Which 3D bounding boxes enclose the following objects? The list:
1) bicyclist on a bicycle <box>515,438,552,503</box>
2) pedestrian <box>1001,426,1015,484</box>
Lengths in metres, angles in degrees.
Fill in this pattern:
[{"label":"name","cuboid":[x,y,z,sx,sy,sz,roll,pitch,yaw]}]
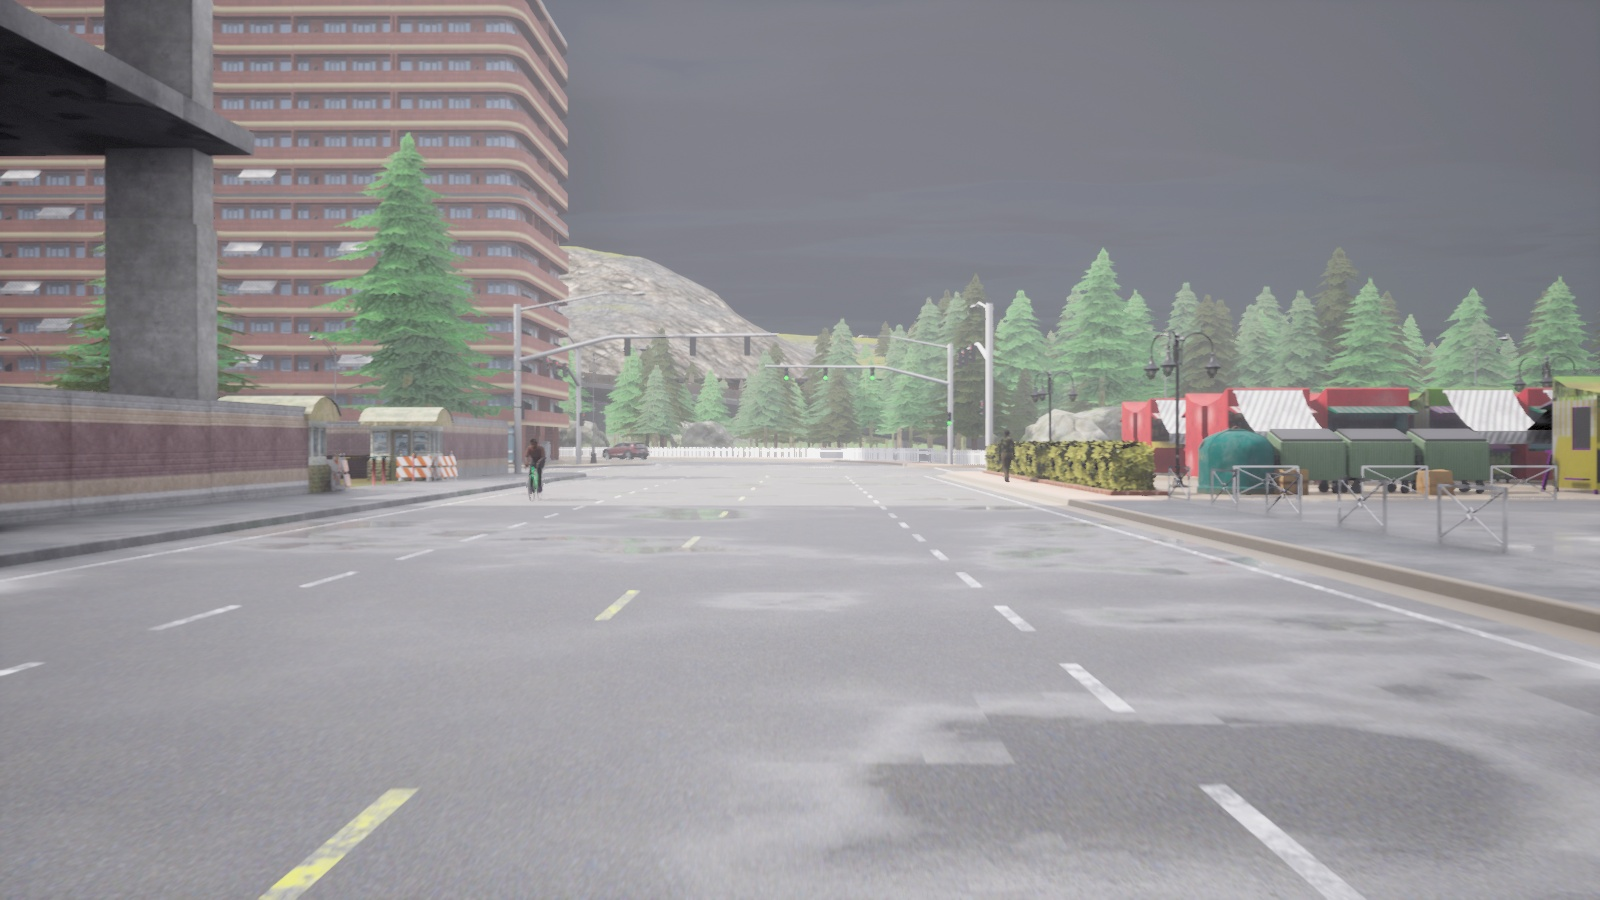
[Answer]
[{"label":"bicyclist on a bicycle","cuboid":[-6.818,0.512,32.210,0.582,1.620,1.656,0,1,0]},{"label":"pedestrian","cuboid":[6.936,0.170,41.906,0.395,1.930,0.692,0,0,2]}]
